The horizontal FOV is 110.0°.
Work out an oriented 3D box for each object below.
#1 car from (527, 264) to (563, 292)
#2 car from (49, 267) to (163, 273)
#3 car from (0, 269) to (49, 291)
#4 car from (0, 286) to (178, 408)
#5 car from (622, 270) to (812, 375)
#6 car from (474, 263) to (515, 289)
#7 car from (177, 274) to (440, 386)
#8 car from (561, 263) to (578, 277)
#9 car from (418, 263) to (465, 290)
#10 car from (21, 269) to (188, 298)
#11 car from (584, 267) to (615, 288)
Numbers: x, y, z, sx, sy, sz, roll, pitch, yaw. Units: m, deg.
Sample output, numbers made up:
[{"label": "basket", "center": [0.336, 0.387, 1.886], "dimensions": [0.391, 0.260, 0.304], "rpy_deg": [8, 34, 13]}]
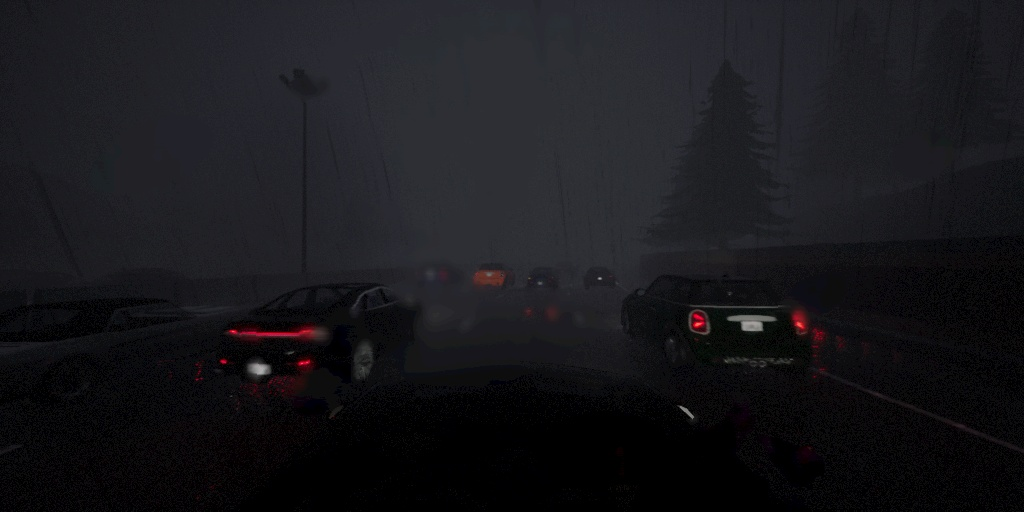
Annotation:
[{"label": "car", "center": [2.036, 1.410, 22.480], "dimensions": [1.812, 1.442, 4.674], "rpy_deg": [0, 0, 9]}, {"label": "car", "center": [-19.883, 1.356, 18.731], "dimensions": [1.837, 1.490, 4.892], "rpy_deg": [0, 0, 7]}, {"label": "car", "center": [-23.581, 1.442, 17.441], "dimensions": [1.895, 1.301, 4.718], "rpy_deg": [0, 0, 6]}, {"label": "car", "center": [-6.730, 1.377, 6.202], "dimensions": [1.895, 1.301, 4.718], "rpy_deg": [0, 0, 2]}, {"label": "car", "center": [3.903, 1.142, 7.783], "dimensions": [2.097, 1.767, 4.553], "rpy_deg": [0, 0, 3]}, {"label": "car", "center": [-1.080, 1.250, 24.899], "dimensions": [2.097, 1.767, 4.553], "rpy_deg": [0, 0, 10]}, {"label": "car", "center": [-3.156, 1.274, 7.086], "dimensions": [2.128, 1.511, 4.902], "rpy_deg": [0, 0, 3]}, {"label": "car", "center": [6.153, 1.502, 39.765], "dimensions": [1.837, 1.490, 4.892], "rpy_deg": [0, 0, 17]}, {"label": "car", "center": [-4.704, 1.246, 24.416], "dimensions": [2.097, 1.767, 4.553], "rpy_deg": [0, 0, 9]}, {"label": "car", "center": [-16.765, 1.432, 15.421], "dimensions": [1.895, 1.301, 4.718], "rpy_deg": [0, 0, 6]}, {"label": "car", "center": [6.131, 1.468, 25.326], "dimensions": [1.994, 1.385, 4.181], "rpy_deg": [0, 0, 11]}]
